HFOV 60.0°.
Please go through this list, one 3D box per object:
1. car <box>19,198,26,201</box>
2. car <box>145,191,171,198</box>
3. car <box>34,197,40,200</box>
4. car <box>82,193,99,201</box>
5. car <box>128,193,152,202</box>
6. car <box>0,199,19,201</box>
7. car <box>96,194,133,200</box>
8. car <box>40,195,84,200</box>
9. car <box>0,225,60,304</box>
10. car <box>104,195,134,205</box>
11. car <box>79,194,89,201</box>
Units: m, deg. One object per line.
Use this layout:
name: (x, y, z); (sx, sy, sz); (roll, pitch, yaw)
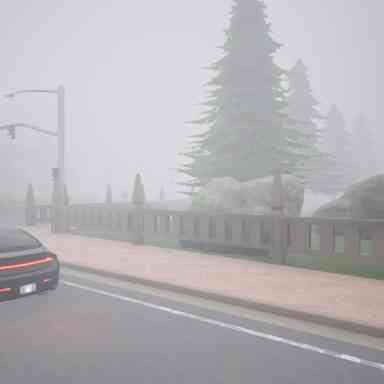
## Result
car: (-23.999, 1.547, 41.863); (2.033, 1.411, 5.357); (0, 0, 36)
car: (-5.799, 0.829, 61.256); (2.150, 2.045, 5.566); (0, 3, 36)
car: (-23.699, 1.505, 48.285); (1.837, 1.490, 4.892); (0, 0, 36)
car: (-17.997, 1.197, 56.242); (2.150, 2.045, 5.566); (0, 1, 36)
car: (-10.423, 1.007, 66.793); (1.837, 1.490, 4.892); (0, 3, 36)
car: (-22.619, 1.564, 37.788); (1.994, 1.385, 4.181); (0, 0, 36)
car: (-12.151, 1.479, 52.399); (1.837, 1.490, 4.892); (0, 1, 36)
car: (-17.514, 1.526, 44.898); (1.812, 1.442, 4.674); (0, 0, 36)
car: (-4.937, 1.505, 7.460); (4.892, 1.490, 1.837); (0, 0, 36)
car: (-12.647, 1.384, 57.722); (2.128, 1.511, 4.902); (0, 2, 36)
car: (-18.505, 1.491, 49.524); (2.128, 1.511, 4.902); (0, 0, 36)
